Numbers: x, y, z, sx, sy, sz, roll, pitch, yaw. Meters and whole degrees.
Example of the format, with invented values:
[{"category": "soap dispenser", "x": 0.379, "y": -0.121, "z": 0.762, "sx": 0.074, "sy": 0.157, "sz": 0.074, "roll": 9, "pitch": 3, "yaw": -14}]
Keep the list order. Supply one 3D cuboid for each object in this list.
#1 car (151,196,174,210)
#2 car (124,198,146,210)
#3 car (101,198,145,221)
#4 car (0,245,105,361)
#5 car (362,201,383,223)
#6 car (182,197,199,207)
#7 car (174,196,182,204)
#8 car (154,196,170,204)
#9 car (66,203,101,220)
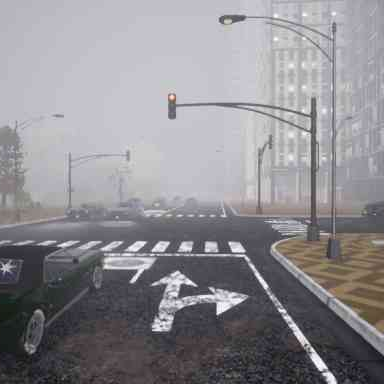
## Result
[{"category": "car", "x": -4.146, "y": 1.483, "z": 43.602, "sx": 2.128, "sy": 1.511, "sz": 4.902, "roll": 0, "pitch": 0, "yaw": 5}, {"category": "car", "x": -7.407, "y": 1.517, "z": 43.557, "sx": 1.812, "sy": 1.442, "sz": 4.674, "roll": 0, "pitch": 0, "yaw": 5}, {"category": "car", "x": -5.415, "y": 1.520, "z": 27.629, "sx": 2.033, "sy": 1.411, "sz": 5.357, "roll": 0, "pitch": 0, "yaw": 4}, {"category": "car", "x": -3.038, "y": 1.600, "z": 5.960, "sx": 1.895, "sy": 1.301, "sz": 4.718, "roll": 0, "pitch": 0, "yaw": 1}, {"category": "car", "x": 14.841, "y": 1.059, "z": 22.956, "sx": 5.566, "sy": 2.045, "sz": 2.150, "roll": 0, "pitch": 0, "yaw": 5}, {"category": "car", "x": -0.022, "y": 1.520, "z": 51.935, "sx": 1.812, "sy": 1.442, "sz": 4.674, "roll": 0, "pitch": 0, "yaw": 5}, {"category": "car", "x": -2.711, "y": 1.504, "z": 61.196, "sx": 1.837, "sy": 1.490, "sz": 4.892, "roll": 0, "pitch": -1, "yaw": 5}, {"category": "car", "x": -5.717, "y": 1.545, "z": 64.045, "sx": 2.033, "sy": 1.411, "sz": 5.357, "roll": 0, "pitch": 0, "yaw": 5}, {"category": "car", "x": -8.659, "y": 1.588, "z": 27.776, "sx": 1.895, "sy": 1.301, "sz": 4.718, "roll": 0, "pitch": 0, "yaw": 4}]
